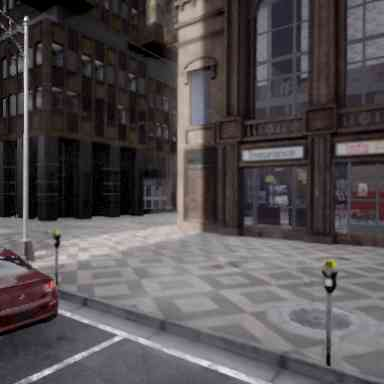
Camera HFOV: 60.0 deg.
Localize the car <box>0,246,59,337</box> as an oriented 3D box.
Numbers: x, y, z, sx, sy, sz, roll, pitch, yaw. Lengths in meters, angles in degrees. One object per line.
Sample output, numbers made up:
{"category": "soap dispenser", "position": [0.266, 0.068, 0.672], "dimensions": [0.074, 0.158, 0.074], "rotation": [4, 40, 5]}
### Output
{"category": "car", "position": [-4.028, 1.583, 5.831], "dimensions": [4.206, 1.307, 1.802], "rotation": [0, 0, 36]}
